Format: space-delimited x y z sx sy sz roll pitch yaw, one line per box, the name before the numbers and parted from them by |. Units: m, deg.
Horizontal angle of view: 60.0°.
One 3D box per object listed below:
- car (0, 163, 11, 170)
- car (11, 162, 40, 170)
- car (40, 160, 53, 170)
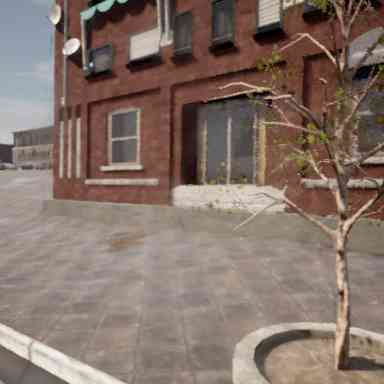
car | -26.981 -3.480 48.582 4.674 1.452 2.002 1 1 28
car | -22.149 -3.413 46.124 4.892 1.521 2.231 1 1 27
car | -17.068 -3.410 43.682 4.553 1.767 2.185 1 1 26
